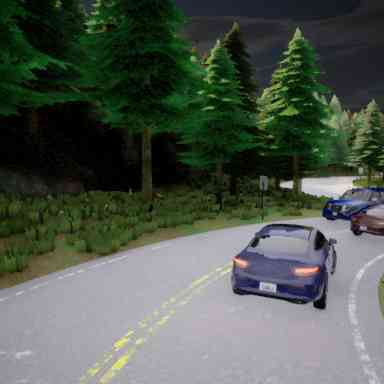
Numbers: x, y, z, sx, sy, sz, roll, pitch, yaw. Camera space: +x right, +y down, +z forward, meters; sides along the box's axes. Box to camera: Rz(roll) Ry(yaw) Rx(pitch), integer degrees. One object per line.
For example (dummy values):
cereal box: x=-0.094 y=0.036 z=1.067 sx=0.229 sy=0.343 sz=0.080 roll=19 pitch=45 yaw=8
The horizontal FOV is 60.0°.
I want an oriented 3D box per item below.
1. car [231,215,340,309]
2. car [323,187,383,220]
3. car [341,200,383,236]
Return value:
car: x=2.346 y=1.486 z=7.938 sx=1.812 sy=1.442 sz=4.674 roll=2 pitch=2 yaw=26
car: x=10.377 y=0.801 z=20.101 sx=5.566 sy=2.045 sz=2.150 roll=-2 pitch=5 yaw=-32
car: x=9.245 y=1.336 z=15.493 sx=4.674 sy=1.442 sz=1.812 roll=-1 pitch=5 yaw=-34
